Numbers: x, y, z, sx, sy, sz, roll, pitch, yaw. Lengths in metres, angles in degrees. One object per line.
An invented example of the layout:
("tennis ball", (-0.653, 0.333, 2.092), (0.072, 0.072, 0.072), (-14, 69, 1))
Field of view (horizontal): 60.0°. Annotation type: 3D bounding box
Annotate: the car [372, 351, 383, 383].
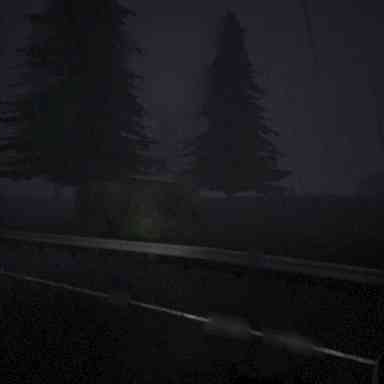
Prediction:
("car", (3.771, 1.215, 1.169), (5.566, 2.045, 2.150), (0, 0, 36))
